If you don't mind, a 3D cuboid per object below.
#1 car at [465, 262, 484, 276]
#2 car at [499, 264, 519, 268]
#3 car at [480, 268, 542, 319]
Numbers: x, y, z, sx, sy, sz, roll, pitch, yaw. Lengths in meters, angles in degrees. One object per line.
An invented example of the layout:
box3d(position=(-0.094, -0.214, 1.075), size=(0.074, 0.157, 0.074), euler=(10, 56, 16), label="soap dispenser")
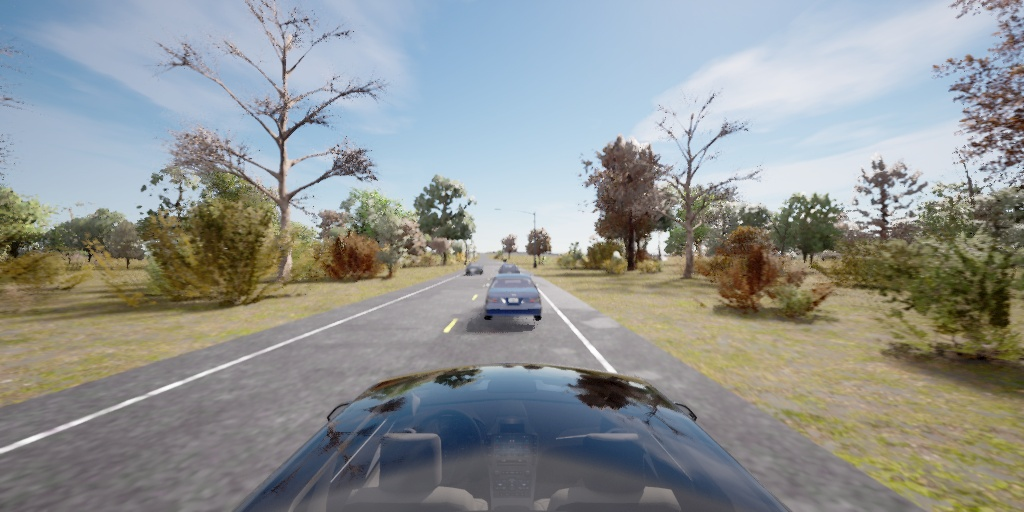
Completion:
box3d(position=(-4.160, 1.373, 40.209), size=(2.128, 1.511, 4.902), euler=(0, 0, -2), label="car")
box3d(position=(-0.295, 1.422, 33.414), size=(1.994, 1.385, 4.181), euler=(0, 0, -1), label="car")
box3d(position=(0.028, 1.336, 12.880), size=(2.033, 1.411, 5.357), euler=(0, 0, 0), label="car")
